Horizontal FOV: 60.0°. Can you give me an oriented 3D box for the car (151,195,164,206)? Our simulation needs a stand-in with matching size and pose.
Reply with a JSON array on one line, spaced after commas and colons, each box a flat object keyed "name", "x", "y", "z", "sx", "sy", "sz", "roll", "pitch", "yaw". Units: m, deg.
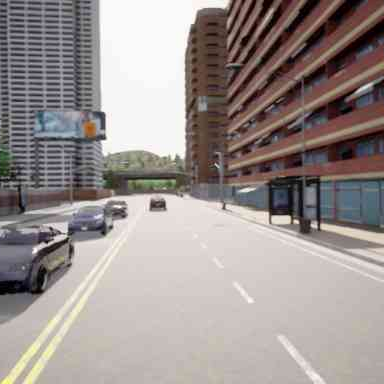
[{"name": "car", "x": -5.134, "y": 1.205, "z": 49.481, "sx": 1.882, "sy": 1.535, "sz": 5.008, "roll": -1, "pitch": 1, "yaw": -6}]

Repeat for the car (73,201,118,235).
[{"name": "car", "x": -5.452, "y": 1.478, "z": 18.400, "sx": 1.812, "sy": 1.442, "sz": 4.674, "roll": -1, "pitch": 0, "yaw": -6}]

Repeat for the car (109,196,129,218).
[{"name": "car", "x": -6.546, "y": 1.399, "z": 28.724, "sx": 1.837, "sy": 1.490, "sz": 4.892, "roll": -1, "pitch": 0, "yaw": -6}]

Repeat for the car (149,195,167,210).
[{"name": "car", "x": -3.942, "y": 1.265, "z": 38.630, "sx": 1.882, "sy": 1.535, "sz": 5.008, "roll": -1, "pitch": 0, "yaw": -5}]

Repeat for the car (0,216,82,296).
[{"name": "car", "x": -4.414, "y": 1.571, "z": 8.532, "sx": 1.994, "sy": 1.385, "sz": 4.181, "roll": -1, "pitch": 0, "yaw": -6}]
